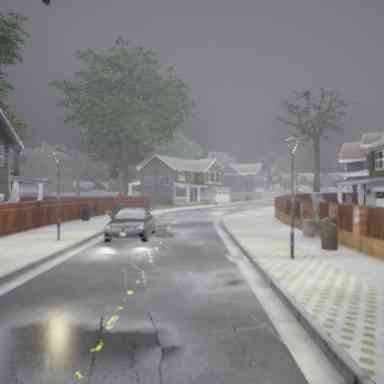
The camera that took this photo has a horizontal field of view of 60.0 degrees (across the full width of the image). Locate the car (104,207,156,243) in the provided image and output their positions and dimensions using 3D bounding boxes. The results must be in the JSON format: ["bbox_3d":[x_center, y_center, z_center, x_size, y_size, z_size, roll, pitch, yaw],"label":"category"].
[{"bbox_3d":[-2.815,1.467,15.939,1.812,1.442,4.674,0,0,1],"label":"car"}]
